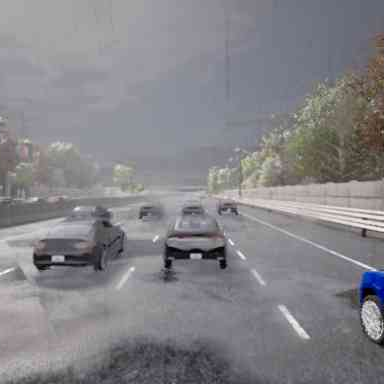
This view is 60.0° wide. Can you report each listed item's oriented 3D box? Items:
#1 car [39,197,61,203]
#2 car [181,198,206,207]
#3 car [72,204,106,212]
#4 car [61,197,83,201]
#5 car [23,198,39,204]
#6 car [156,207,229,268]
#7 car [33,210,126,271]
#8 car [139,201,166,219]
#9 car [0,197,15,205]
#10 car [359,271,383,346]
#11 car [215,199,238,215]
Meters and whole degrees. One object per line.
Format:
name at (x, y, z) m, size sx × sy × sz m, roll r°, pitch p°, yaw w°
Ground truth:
car at (-21.051, 1.512, 51.292) m, size 1.882 × 1.535 × 5.008 m, roll 0°, pitch 0°, yaw 0°
car at (0.107, 1.519, 28.867) m, size 1.837 × 1.490 × 4.892 m, roll 0°, pitch 0°, yaw 0°
car at (-6.892, 1.558, 22.755) m, size 2.033 × 1.411 × 5.357 m, roll 0°, pitch 0°, yaw 0°
car at (-17.556, 1.634, 50.113) m, size 1.895 × 1.301 × 4.718 m, roll 0°, pitch 0°, yaw 0°
car at (-24.525, 1.583, 52.423) m, size 2.033 × 1.411 × 5.357 m, roll 0°, pitch 0°, yaw 1°
car at (0.104, 1.495, 11.274) m, size 2.128 × 1.511 × 4.902 m, roll 0°, pitch 0°, yaw 0°
car at (-3.409, 1.528, 10.752) m, size 1.812 × 1.442 × 4.674 m, roll 0°, pitch 0°, yaw 0°
car at (-3.392, 1.519, 28.869) m, size 1.837 × 1.490 × 4.892 m, roll 0°, pitch 0°, yaw 0°
car at (-28.044, 1.536, 49.062) m, size 1.837 × 1.490 × 4.892 m, roll 0°, pitch 0°, yaw 0°
car at (3.560, 1.426, 3.317) m, size 1.882 × 1.535 × 5.008 m, roll 0°, pitch 0°, yaw 1°
car at (3.509, 1.454, 33.953) m, size 1.837 × 1.490 × 4.892 m, roll 0°, pitch 0°, yaw 0°
